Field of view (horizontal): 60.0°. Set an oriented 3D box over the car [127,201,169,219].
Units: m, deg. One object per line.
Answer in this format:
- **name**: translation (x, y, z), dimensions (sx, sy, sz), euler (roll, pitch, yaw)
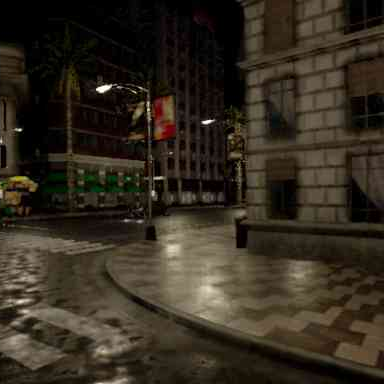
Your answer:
- **car**: translation (-4.314, 1.661, 32.947), dimensions (2.097, 1.767, 4.553), euler (-1, -1, 36)
